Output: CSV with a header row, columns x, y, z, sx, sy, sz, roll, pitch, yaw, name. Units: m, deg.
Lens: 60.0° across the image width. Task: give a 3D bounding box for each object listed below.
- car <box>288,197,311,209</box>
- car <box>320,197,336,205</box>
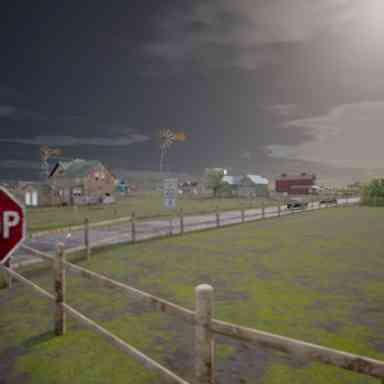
x,y,z,sx,sy,sz,roll,pitch,yaw,name
13.753,1.408,42.638,1.837,1.490,4.892,-1,0,34,car
23.003,1.422,56.155,1.895,1.301,4.718,-1,0,34,car
